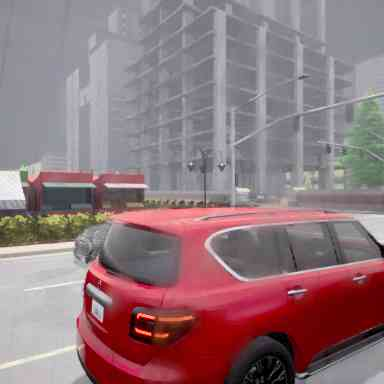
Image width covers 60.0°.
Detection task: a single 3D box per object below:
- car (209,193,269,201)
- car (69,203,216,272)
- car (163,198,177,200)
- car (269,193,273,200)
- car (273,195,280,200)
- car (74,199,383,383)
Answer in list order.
[{"bbox_3d":[3.617,1.166,29.021,2.150,2.045,5.566,0,0,-36],"label":"car"},{"bbox_3d":[-1.608,1.352,11.452,4.553,1.767,2.097,0,0,-36],"label":"car"},{"bbox_3d":[-2.445,1.422,37.366,1.882,1.535,5.008,0,0,-36],"label":"car"},{"bbox_3d":[11.664,1.114,58.231,1.905,1.878,3.866,0,0,-36],"label":"car"},{"bbox_3d":[14.053,1.114,59.946,1.905,1.878,3.866,0,0,-36],"label":"car"},{"bbox_3d":[1.292,1.221,4.713,5.566,2.045,2.150,0,0,-35],"label":"car"}]
